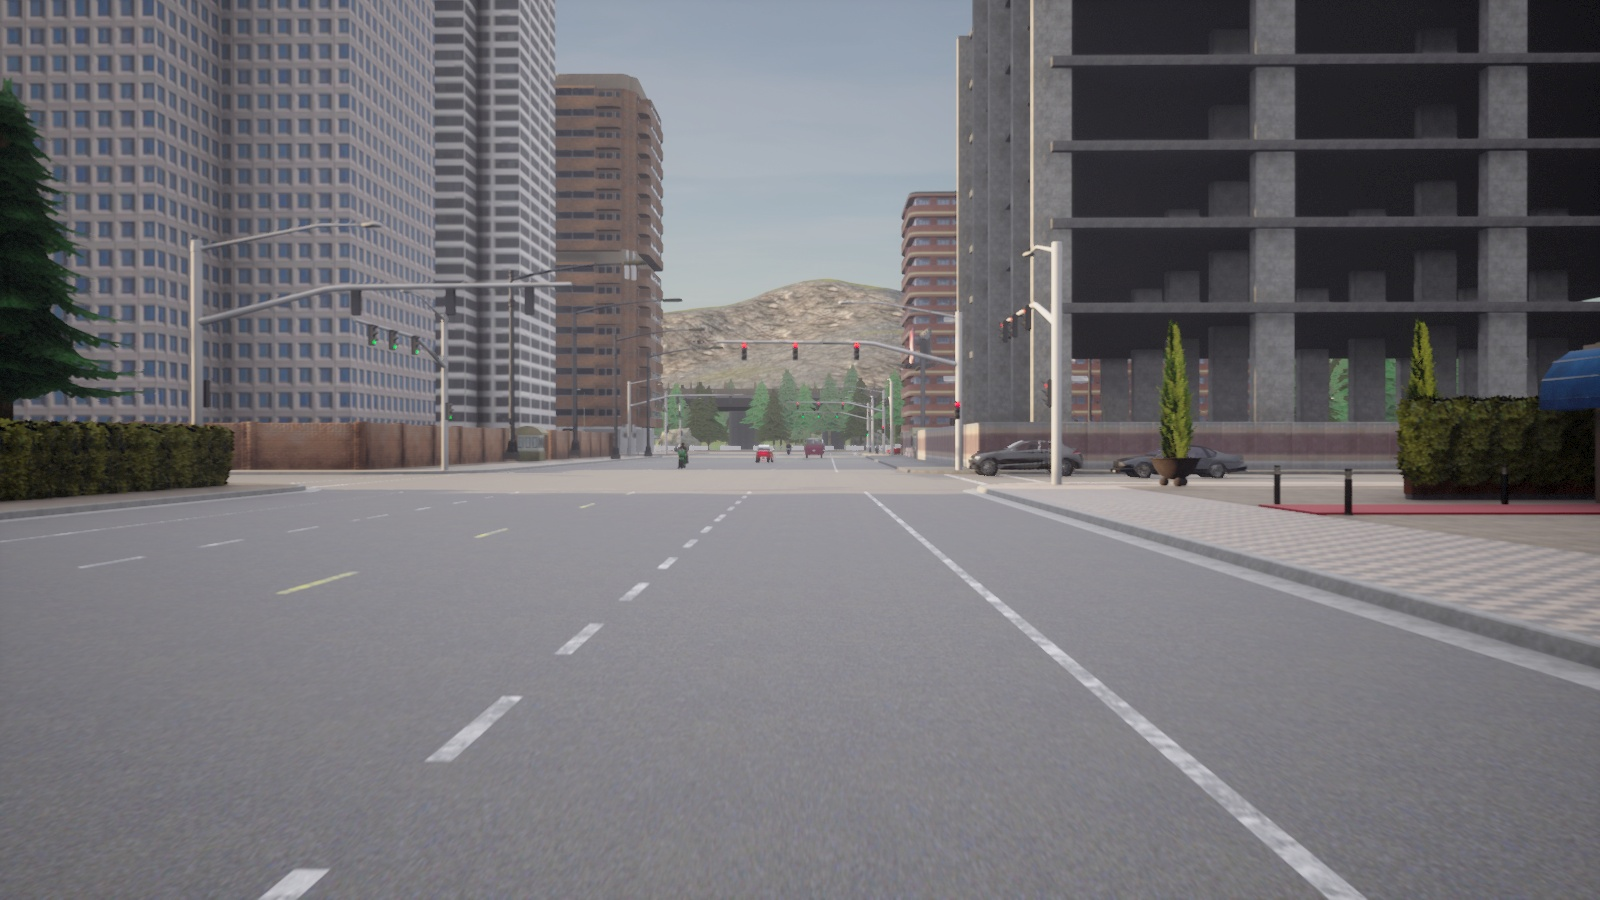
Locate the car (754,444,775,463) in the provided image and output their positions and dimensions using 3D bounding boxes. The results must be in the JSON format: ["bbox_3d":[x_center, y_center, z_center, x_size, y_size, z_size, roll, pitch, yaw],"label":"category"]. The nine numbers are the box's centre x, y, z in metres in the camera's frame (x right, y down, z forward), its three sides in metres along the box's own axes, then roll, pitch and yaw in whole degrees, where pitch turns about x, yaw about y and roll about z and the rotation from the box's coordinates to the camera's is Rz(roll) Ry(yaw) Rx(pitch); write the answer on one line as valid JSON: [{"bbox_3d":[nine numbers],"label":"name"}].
[{"bbox_3d":[-2.711,0.261,95.415,1.481,1.376,2.207,0,1,1],"label":"car"}]

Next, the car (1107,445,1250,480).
[{"bbox_3d":[15.689,0.512,52.256,5.357,1.411,2.033,0,0,1],"label":"car"}]

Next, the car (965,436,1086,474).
[{"bbox_3d":[9.968,0.218,55.857,5.027,1.651,2.152,0,0,2],"label":"car"}]
